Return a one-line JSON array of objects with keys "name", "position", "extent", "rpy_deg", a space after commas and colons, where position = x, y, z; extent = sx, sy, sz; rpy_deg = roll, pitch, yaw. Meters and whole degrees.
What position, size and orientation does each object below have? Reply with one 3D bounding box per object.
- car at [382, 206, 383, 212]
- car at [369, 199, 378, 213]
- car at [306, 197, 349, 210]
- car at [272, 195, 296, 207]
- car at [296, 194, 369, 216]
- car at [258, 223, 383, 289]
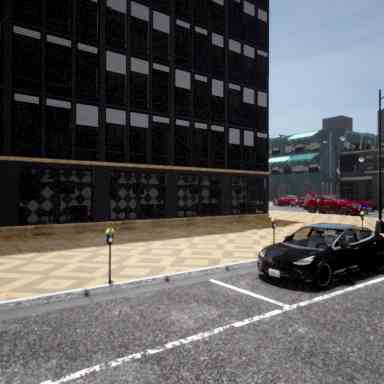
[{"name": "car", "position": [19.022, 1.372, 34.336], "extent": [1.887, 1.381, 4.507], "rpy_deg": [1, 0, -36]}, {"name": "car", "position": [14.236, 1.323, 31.051], "extent": [1.812, 1.442, 4.674], "rpy_deg": [0, 1, -38]}, {"name": "car", "position": [15.740, 1.341, 38.805], "extent": [1.802, 1.307, 4.206], "rpy_deg": [1, 0, -36]}, {"name": "car", "position": [12.459, 1.130, 43.278], "extent": [1.967, 1.590, 4.097], "rpy_deg": [1, 0, -36]}, {"name": "car", "position": [12.272, 1.101, 29.376], "extent": [2.192, 1.841, 5.009], "rpy_deg": [1, 0, -36]}, {"name": "car", "position": [3.743, 1.566, 9.222], "extent": [4.313, 1.339, 1.947], "rpy_deg": [0, 0, -35]}]
